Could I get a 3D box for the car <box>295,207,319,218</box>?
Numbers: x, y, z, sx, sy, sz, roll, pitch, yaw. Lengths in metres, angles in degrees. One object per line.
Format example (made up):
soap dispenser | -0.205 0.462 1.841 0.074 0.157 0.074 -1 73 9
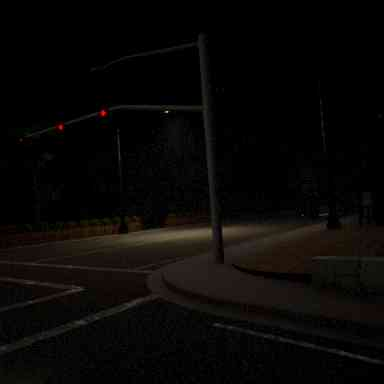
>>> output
car | 15.425 2.678 44.258 1.895 1.301 4.718 -6 -4 37
